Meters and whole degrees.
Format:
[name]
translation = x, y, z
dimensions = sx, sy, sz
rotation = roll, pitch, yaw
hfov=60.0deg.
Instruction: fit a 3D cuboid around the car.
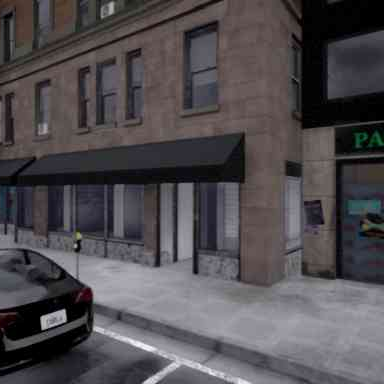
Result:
[car]
translation = -3.347, 1.562, 5.204
dimensions = 4.313, 1.339, 1.947
rotation = 0, 0, 36
